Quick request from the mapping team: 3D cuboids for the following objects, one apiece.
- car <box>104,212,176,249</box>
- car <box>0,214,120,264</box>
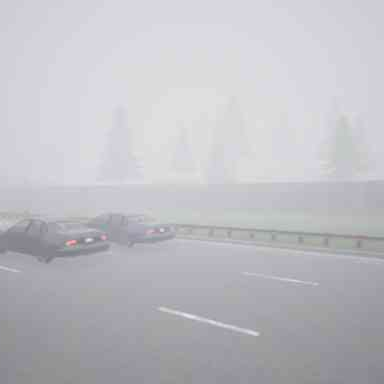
[{"bbox_3d":[-3.256,1.597,14.907,5.357,1.411,2.033,0,0,36],"label":"car"},{"bbox_3d":[-5.331,1.598,12.089,5.357,1.411,2.033,0,0,36],"label":"car"}]
